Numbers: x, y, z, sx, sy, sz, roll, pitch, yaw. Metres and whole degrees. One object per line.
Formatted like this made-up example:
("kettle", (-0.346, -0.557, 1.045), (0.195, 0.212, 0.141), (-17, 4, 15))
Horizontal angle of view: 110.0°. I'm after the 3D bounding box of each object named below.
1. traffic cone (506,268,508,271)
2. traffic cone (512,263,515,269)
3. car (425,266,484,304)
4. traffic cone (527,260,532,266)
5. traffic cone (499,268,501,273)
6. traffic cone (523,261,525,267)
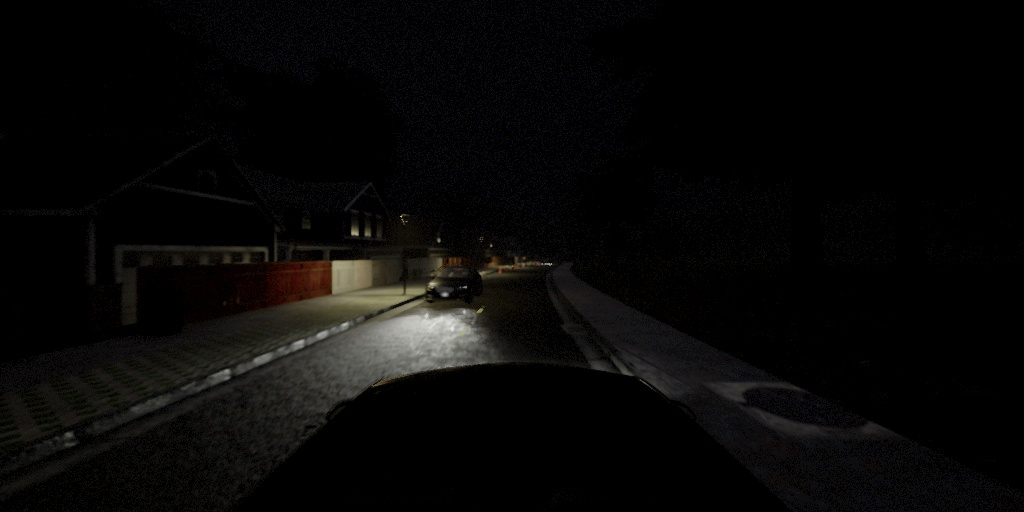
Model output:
("traffic cone", (-0.638, 1.596, 45.381), (0.340, 0.580, 0.340), (0, 0, 8))
("traffic cone", (0.127, 1.585, 50.363), (0.340, 0.580, 0.340), (0, 0, 9))
("car", (-2.426, 1.204, 16.069), (2.128, 1.511, 4.902), (0, 0, 3))
("traffic cone", (2.904, 1.556, 65.222), (0.340, 0.580, 0.340), (0, 0, 12))
("traffic cone", (-1.322, 1.608, 40.387), (0.340, 0.580, 0.340), (0, 0, 7))
("traffic cone", (1.899, 1.563, 60.287), (0.340, 0.580, 0.340), (0, 0, 11))
